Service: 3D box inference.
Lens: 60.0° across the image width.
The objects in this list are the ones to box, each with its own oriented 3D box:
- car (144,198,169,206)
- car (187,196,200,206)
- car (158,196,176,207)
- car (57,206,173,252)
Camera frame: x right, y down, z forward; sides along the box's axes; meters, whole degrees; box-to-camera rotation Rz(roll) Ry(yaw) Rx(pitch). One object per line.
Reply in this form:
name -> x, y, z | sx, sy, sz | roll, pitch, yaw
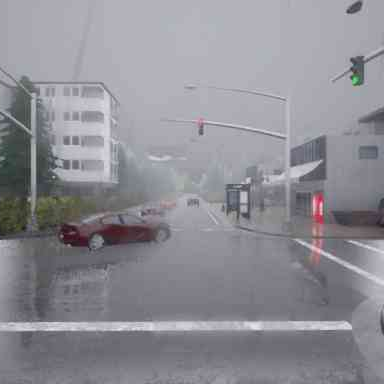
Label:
car -> -3.527, 1.564, 31.031 | 1.994, 1.385, 4.181 | 0, 0, 0
car -> 0.242, 1.505, 54.202 | 1.837, 1.490, 4.892 | 0, 0, 1
car -> -3.497, 1.352, 40.733 | 2.097, 1.767, 4.553 | 0, 0, 0
car -> -3.224, 1.590, 14.595 | 5.008, 1.535, 1.882 | 0, 0, -40
